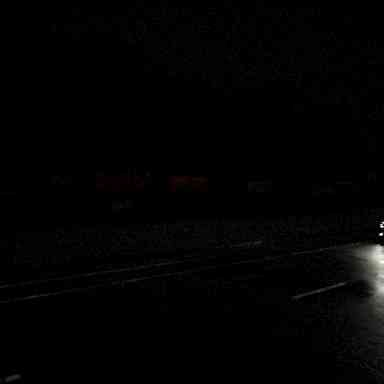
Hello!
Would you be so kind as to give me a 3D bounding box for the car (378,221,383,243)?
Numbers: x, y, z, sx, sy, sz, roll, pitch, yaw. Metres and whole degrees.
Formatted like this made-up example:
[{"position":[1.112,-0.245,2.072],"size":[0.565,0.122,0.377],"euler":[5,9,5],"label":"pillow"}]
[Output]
[{"position":[10.440,1.435,15.122],"size":[4.553,1.767,2.097],"euler":[0,0,-35],"label":"car"}]
